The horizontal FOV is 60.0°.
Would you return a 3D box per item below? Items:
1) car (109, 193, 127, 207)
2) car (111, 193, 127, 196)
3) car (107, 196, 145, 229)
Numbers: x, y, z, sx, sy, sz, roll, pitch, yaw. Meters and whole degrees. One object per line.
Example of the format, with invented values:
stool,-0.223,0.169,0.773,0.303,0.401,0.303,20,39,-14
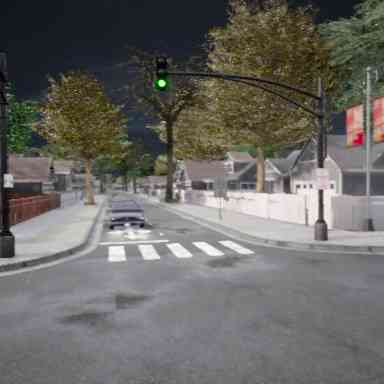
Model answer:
car,-8.656,0.865,38.792,1.837,1.490,4.892,-1,1,-13
car,-6.244,0.992,28.936,1.882,1.535,5.008,-1,1,-14
car,-3.876,1.215,19.268,2.033,1.411,5.357,-1,1,-14
